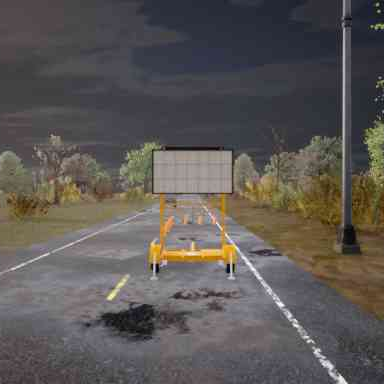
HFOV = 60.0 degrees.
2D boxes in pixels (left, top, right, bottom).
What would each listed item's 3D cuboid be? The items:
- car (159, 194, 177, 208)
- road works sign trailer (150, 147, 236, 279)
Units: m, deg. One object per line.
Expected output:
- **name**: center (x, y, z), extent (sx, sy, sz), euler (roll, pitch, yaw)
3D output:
- **car**: center (-3.388, 1.188, 47.840), extent (2.150, 2.045, 5.566), euler (0, 0, 0)
- **road works sign trailer**: center (0.025, 0.464, 9.977), extent (2.380, 3.560, 2.880), euler (0, 0, 0)
